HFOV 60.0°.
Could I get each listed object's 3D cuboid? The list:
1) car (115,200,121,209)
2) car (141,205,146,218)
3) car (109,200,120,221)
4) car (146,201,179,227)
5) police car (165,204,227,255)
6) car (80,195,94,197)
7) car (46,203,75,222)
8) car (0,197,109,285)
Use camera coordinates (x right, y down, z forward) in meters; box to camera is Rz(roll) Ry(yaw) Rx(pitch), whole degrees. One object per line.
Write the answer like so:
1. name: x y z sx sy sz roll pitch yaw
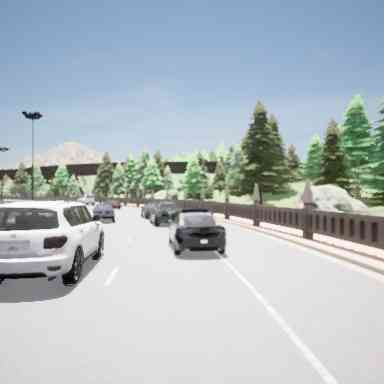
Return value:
1. car: -11.995 1.865 49.563 1.994 1.385 4.181 0 0 -30
2. car: -3.605 1.711 30.978 1.812 1.442 4.674 0 0 -17
3. car: -7.590 1.721 28.384 2.033 1.411 5.357 0 0 -16
4. car: -1.895 1.497 24.593 2.097 1.767 4.553 0 0 -13
5. police car: 0.077 1.508 13.948 1.930 1.638 5.238 0 0 -8
6. car: -19.949 1.602 62.464 2.150 2.045 5.566 0 0 -36
7. car: -11.651 1.732 29.748 2.033 1.411 5.357 0 0 -18
8. car: -4.044 1.282 9.709 2.150 2.045 5.566 0 0 -6
